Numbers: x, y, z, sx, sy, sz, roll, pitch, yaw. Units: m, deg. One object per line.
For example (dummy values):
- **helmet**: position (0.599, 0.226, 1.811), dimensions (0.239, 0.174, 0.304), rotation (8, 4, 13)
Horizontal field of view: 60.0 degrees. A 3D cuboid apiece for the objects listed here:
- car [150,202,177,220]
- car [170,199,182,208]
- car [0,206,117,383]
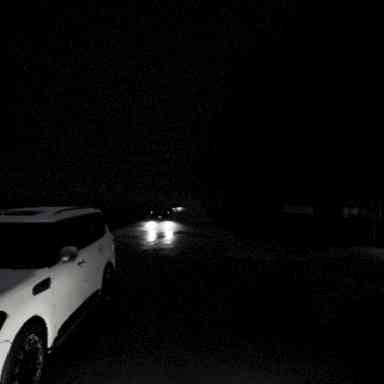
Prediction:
- **car**: position (-2.730, 1.840, 30.622), dimensions (1.895, 1.301, 4.718), rotation (0, 0, 0)
- **car**: position (-2.714, 1.897, 55.813), dimensions (1.994, 1.385, 4.181), rotation (0, 0, 0)
- **car**: position (-2.736, 1.287, 5.213), dimensions (2.150, 2.045, 5.566), rotation (0, -1, 0)
